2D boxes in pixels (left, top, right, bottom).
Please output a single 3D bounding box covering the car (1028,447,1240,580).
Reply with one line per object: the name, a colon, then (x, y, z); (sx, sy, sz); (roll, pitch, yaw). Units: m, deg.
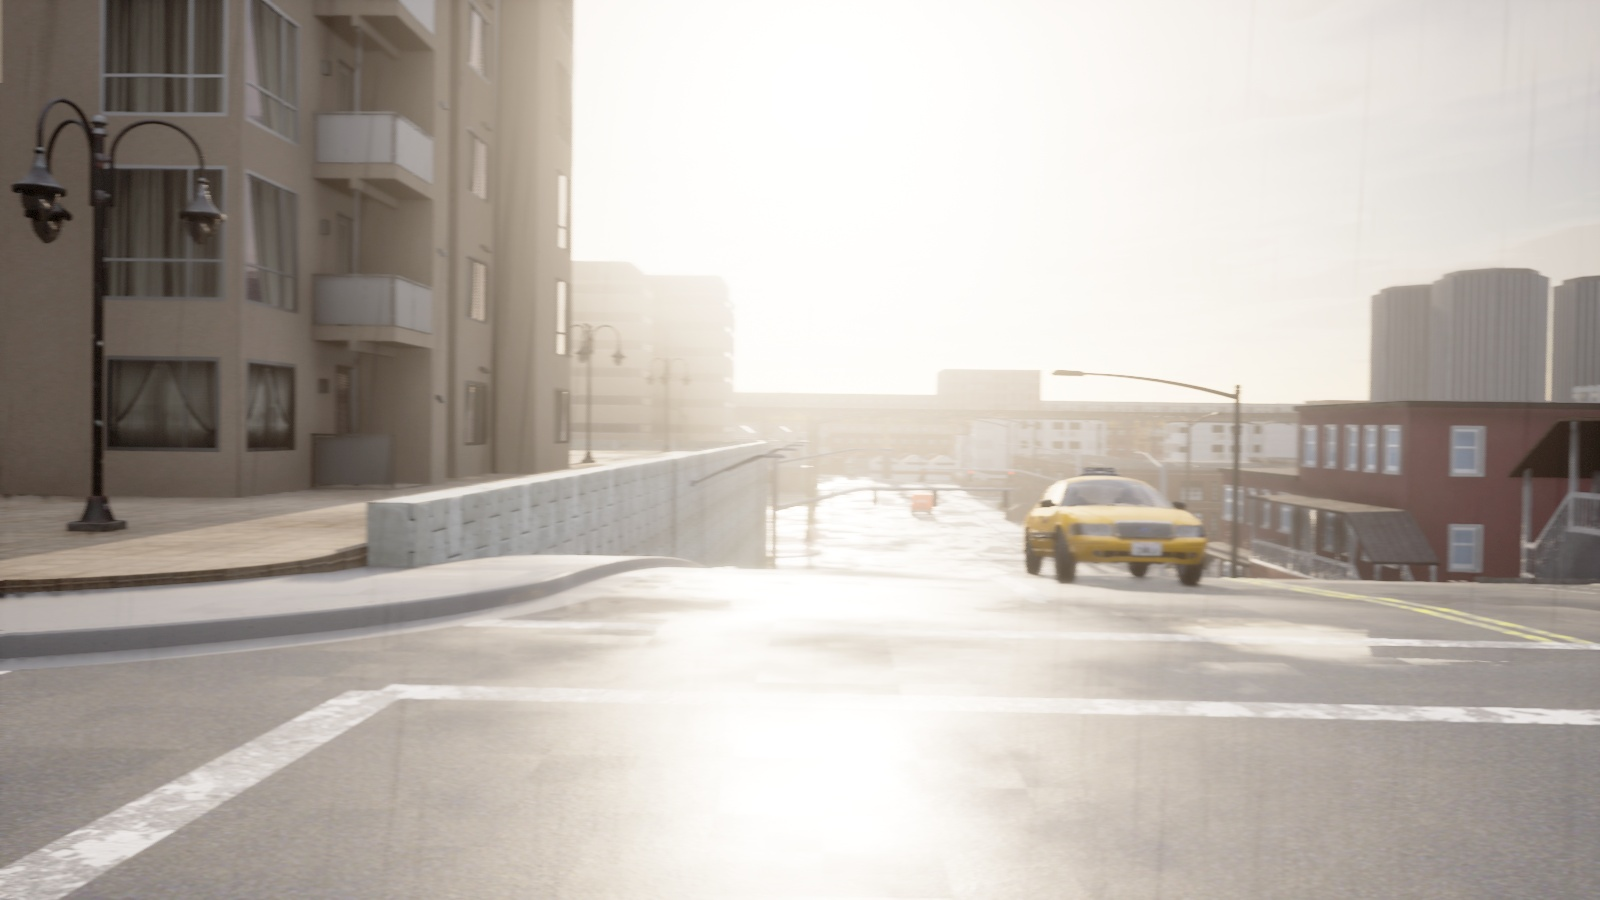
car: (4.458, 0.929, 17.626); (1.801, 1.575, 5.366); (0, -4, 3)
